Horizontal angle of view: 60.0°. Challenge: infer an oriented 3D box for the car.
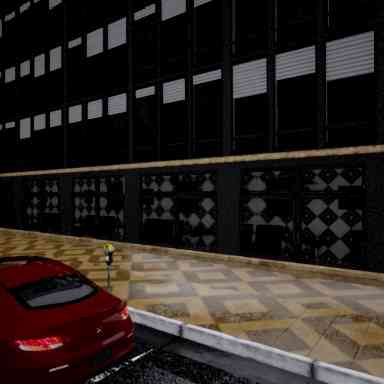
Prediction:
[{"bbox_3d":[-2.644,1.582,4.713,4.206,1.307,1.802,0,0,35],"label":"car"}]
